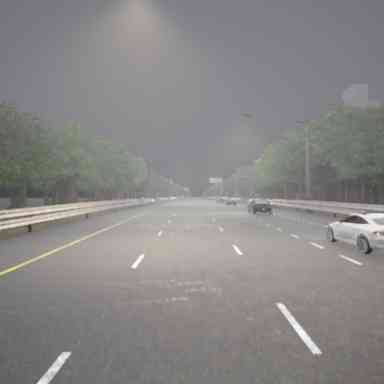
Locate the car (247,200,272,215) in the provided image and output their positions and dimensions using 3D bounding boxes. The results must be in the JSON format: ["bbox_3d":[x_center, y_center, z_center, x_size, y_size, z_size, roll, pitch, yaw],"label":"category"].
[{"bbox_3d":[7.061,1.561,35.106,1.882,1.535,5.008,0,-1,0],"label":"car"}]

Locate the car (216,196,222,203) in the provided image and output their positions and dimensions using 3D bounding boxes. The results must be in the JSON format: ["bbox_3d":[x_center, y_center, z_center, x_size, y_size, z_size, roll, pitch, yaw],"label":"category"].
[{"bbox_3d":[7.404,2.197,87.908,1.812,1.442,4.674,0,-1,1],"label":"car"}]

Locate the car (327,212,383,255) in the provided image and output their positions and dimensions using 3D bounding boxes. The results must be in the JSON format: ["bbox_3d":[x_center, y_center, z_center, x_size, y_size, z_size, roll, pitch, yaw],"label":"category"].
[{"bbox_3d":[7.011,1.531,13.190,1.812,1.442,4.674,0,0,0],"label":"car"}]

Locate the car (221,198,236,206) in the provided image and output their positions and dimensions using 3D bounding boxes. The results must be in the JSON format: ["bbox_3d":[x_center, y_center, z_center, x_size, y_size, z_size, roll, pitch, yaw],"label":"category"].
[{"bbox_3d":[7.203,1.944,62.942,1.895,1.301,4.718,0,-1,0],"label":"car"}]
